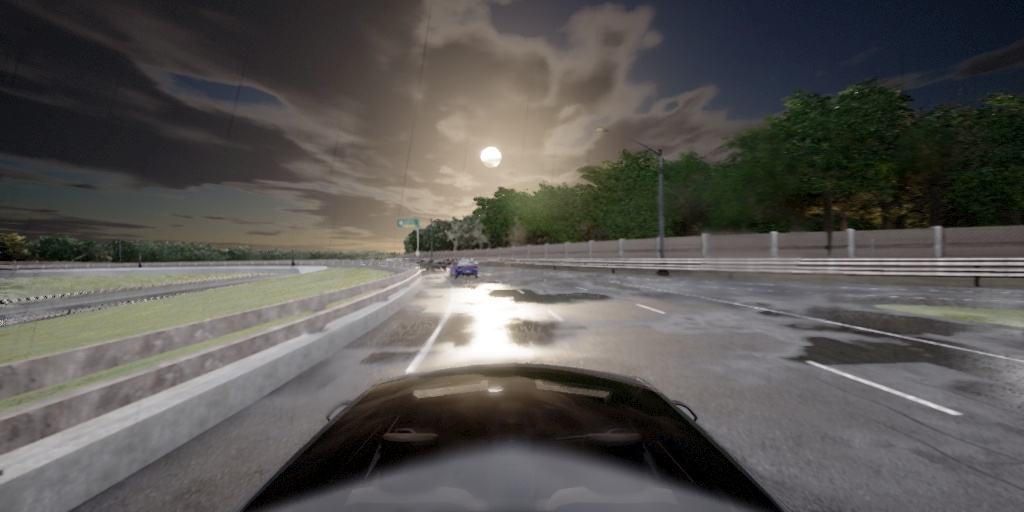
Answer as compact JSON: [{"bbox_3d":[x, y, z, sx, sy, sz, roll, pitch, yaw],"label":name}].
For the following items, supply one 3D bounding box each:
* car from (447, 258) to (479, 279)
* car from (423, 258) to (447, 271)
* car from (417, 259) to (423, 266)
[{"bbox_3d":[-4.225,1.112,31.243,1.882,1.535,5.008,-1,0,-16],"label":"car"},{"bbox_3d":[-9.626,1.147,45.609,1.837,1.490,4.892,-1,1,-25],"label":"car"},{"bbox_3d":[-14.849,1.193,61.894,1.994,1.385,4.181,-1,0,-35],"label":"car"}]
